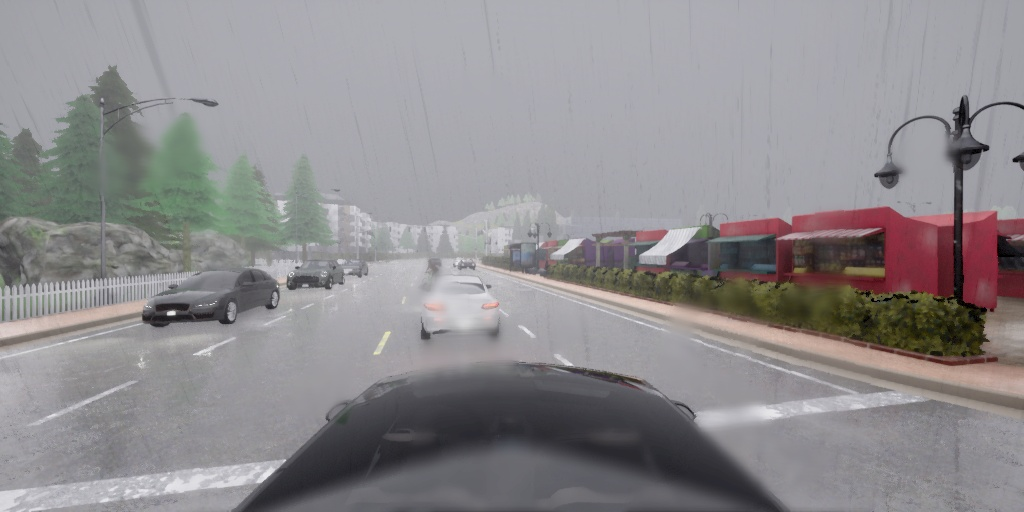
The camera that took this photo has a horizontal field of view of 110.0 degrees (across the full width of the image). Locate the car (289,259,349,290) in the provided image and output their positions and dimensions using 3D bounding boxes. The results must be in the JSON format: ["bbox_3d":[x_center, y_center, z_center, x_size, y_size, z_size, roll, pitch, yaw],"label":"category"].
[{"bbox_3d":[-11.374,0.965,21.059,2.097,1.767,4.553,0,0,-13],"label":"car"}]

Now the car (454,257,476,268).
[{"bbox_3d":[-5.587,1.046,43.729,1.895,1.301,4.718,0,0,-13],"label":"car"}]

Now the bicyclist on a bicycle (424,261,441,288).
[{"bbox_3d":[-4.293,1.078,19.589,0.582,1.620,1.656,0,1,25],"label":"bicyclist on a bicycle"}]

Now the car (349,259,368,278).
[{"bbox_3d":[-13.564,1.032,30.683,2.128,1.511,4.902,0,0,-13],"label":"car"}]

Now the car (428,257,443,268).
[{"bbox_3d":[-10.814,0.897,50.793,1.837,1.490,4.892,0,0,-13],"label":"car"}]

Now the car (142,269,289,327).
[{"bbox_3d":[-9.179,1.190,11.457,1.837,1.490,4.892,0,0,-13],"label":"car"}]

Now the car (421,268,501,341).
[{"bbox_3d":[-1.468,1.225,9.737,1.812,1.442,4.674,0,0,-12],"label":"car"}]
